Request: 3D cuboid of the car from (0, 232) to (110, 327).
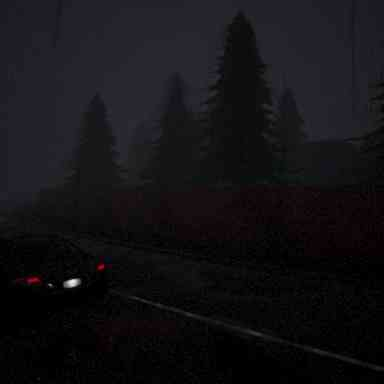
[{"bbox_3d":[-3.632,1.571,7.151,4.181,1.385,1.994,0,0,40],"label":"car"}]
